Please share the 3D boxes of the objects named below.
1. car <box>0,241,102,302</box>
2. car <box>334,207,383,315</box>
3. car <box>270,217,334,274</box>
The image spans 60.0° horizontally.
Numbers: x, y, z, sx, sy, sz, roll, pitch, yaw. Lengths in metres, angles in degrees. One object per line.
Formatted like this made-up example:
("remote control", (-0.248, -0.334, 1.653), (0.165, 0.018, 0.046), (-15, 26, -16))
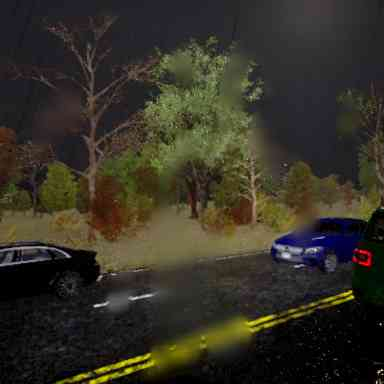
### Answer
("car", (-4.766, 2.052, 8.374), (4.902, 1.511, 2.128), (1, -3, -36))
("car", (5.231, 1.247, 6.546), (5.566, 2.045, 2.150), (0, 0, -40))
("car", (4.611, 1.566, 10.835), (4.674, 1.442, 1.812), (0, 0, -35))
